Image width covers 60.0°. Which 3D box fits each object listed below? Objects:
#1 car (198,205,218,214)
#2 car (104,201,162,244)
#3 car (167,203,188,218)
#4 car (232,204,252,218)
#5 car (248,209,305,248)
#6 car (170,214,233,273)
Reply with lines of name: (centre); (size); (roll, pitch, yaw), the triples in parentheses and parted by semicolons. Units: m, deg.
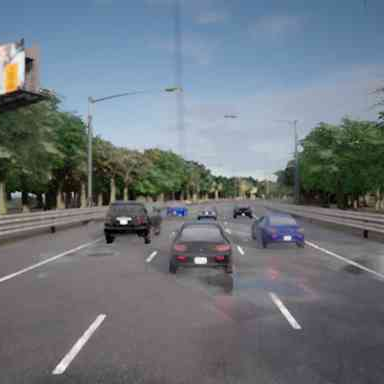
car: (1.522, 1.998, 32.128); (2.033, 1.411, 5.357); (0, -1, 5)
car: (-2.927, 1.463, 17.518); (2.150, 2.045, 5.566); (0, -1, 3)
car: (-1.549, 1.992, 36.889); (1.882, 1.535, 5.008); (0, 0, 5)
car: (5.363, 2.012, 35.638); (1.837, 1.490, 4.892); (0, 0, 5)
car: (4.003, 1.751, 15.876); (1.812, 1.442, 4.674); (0, -1, 2)
car: (0.318, 1.681, 11.120); (1.812, 1.442, 4.674); (0, -1, 2)
